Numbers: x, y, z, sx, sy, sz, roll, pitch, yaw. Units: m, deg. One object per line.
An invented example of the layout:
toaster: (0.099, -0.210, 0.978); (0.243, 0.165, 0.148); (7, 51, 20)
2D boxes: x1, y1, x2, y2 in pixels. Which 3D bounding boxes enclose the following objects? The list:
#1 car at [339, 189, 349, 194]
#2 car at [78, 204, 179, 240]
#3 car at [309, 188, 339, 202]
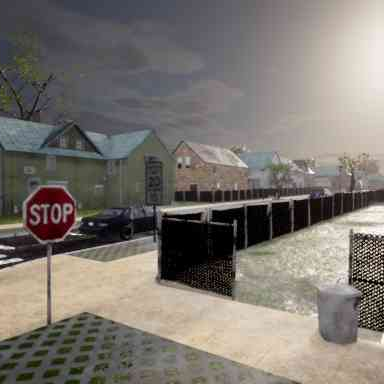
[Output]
car: (21.455, 0.312, 47.775); (1.994, 1.385, 4.181); (0, 1, 37)
car: (-2.611, 1.281, 15.558); (2.033, 1.411, 5.357); (0, 1, 37)
car: (15.681, 0.322, 39.963); (2.097, 1.767, 4.553); (0, 1, 37)
